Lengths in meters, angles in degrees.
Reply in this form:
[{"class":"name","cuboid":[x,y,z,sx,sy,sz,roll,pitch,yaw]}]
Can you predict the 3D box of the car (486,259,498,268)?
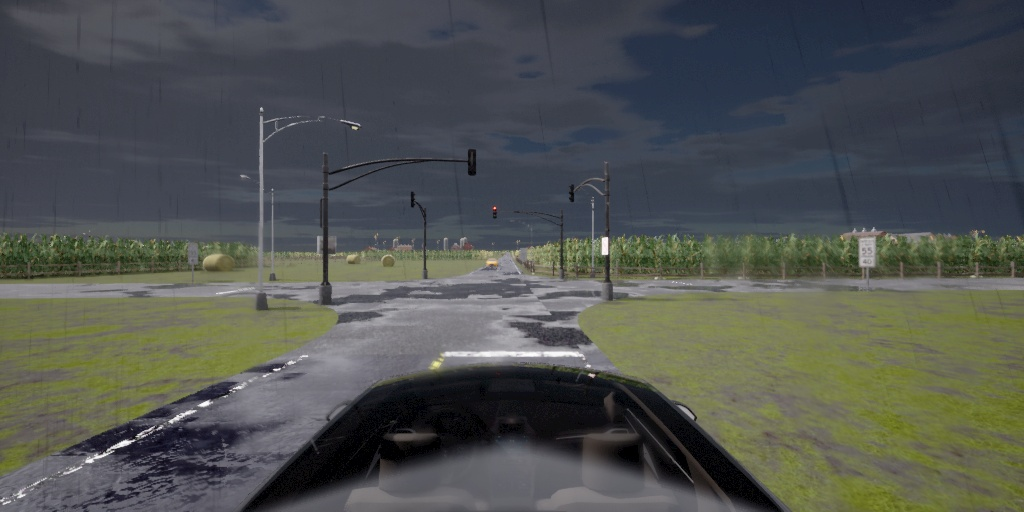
[{"class":"car","cuboid":[-3.430,1.198,61.542,1.882,1.535,5.008,0,1,-1]}]
